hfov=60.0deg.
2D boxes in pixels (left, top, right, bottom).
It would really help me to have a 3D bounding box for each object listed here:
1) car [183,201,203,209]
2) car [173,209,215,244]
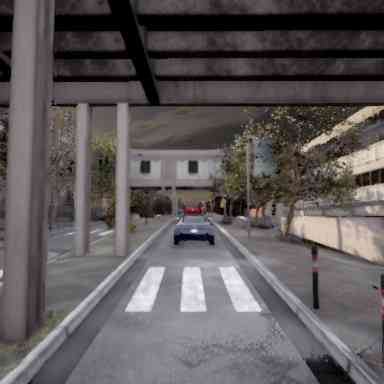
[{"bbox_3d":[0.093,2.187,40.480,2.150,2.045,5.566,0,-2,0],"label":"car"},{"bbox_3d":[0.098,1.783,17.109,1.994,1.385,4.181,0,-1,0],"label":"car"}]
